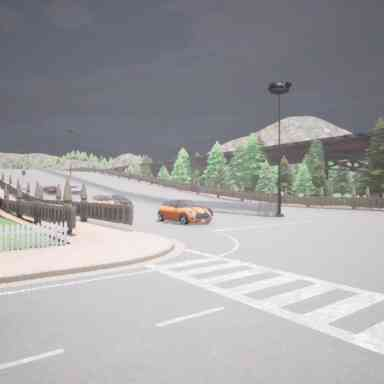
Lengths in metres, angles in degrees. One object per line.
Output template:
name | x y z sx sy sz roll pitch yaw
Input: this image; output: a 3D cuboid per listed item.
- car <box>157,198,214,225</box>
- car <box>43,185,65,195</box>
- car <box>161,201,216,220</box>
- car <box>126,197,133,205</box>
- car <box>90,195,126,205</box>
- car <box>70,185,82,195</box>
car | -0.607 1.351 24.069 2.097 1.767 4.553 0 0 -37
car | -22.048 -0.343 52.570 1.895 1.301 4.718 0 7 -37
car | -0.429 1.538 29.618 2.033 1.411 5.357 0 0 -37
car | -8.946 1.138 40.844 1.837 1.490 4.892 0 4 -37
car | -9.225 1.178 35.415 2.097 1.767 4.553 0 2 -37
car | -19.504 -0.392 55.018 1.895 1.301 4.718 0 7 -37
